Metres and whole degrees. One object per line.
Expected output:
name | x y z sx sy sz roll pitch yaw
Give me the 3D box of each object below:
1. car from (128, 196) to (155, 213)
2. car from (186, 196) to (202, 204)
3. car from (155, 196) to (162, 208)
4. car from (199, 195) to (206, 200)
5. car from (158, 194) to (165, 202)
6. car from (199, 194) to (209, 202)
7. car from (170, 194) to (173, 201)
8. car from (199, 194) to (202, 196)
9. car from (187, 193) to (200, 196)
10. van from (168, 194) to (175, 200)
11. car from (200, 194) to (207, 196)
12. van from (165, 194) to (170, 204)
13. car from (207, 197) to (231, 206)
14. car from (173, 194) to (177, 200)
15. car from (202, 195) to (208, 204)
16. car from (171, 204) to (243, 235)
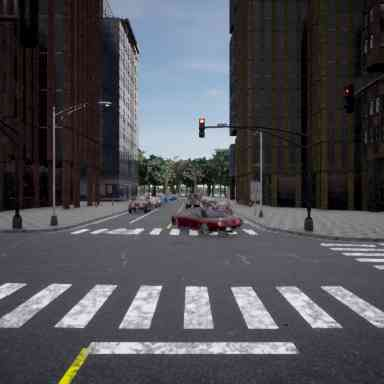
car | -5.752 1.321 37.115 2.192 1.841 5.009 0 0 0
car | 0.116 1.610 47.661 1.895 1.301 4.718 0 0 0
car | -5.748 1.591 47.990 1.802 1.307 4.206 0 0 0
car | 2.790 1.561 91.658 1.752 1.417 4.829 0 0 0
car | -5.746 1.537 53.258 1.752 1.417 4.829 0 0 0
car | 2.787 1.342 80.613 2.192 1.841 5.009 0 0 0
car | -5.741 1.571 69.740 2.008 1.369 4.403 0 0 0
car | 2.782 1.542 64.470 1.752 1.417 4.829 0 0 0
car | 0.123 1.241 70.111 2.150 2.045 5.566 0 0 0
van | -5.735 1.376 91.491 1.690 1.788 3.998 0 0 0
car | 2.781 1.559 58.862 1.887 1.381 4.507 0 0 0
van | -5.743 1.358 64.303 1.690 1.788 3.998 0 0 0
car | 2.772 1.444 31.675 1.967 1.590 4.097 0 0 0
car | -5.736 1.597 86.053 1.947 1.339 4.313 0 0 0
car | 2.777 1.560 47.987 2.008 1.369 4.403 0 0 0
car | 0.692 1.617 19.173 1.895 1.301 4.718 -1 1 -34
